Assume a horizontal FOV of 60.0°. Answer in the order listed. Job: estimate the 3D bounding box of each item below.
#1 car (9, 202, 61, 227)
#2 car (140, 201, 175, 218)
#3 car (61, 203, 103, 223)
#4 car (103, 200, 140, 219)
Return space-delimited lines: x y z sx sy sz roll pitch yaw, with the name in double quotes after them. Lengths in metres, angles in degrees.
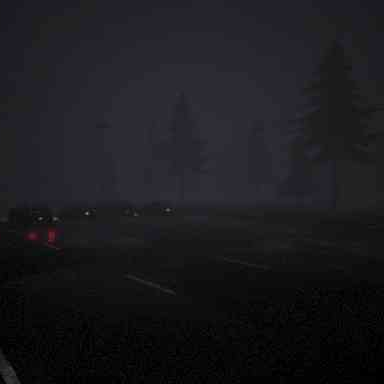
-11.004 1.452 22.586 2.128 1.511 4.902 0 0 -40 "car"
-3.343 1.489 29.784 1.994 1.385 4.181 0 0 -40 "car"
-8.856 1.513 25.460 1.994 1.385 4.181 0 0 -40 "car"
-6.750 1.414 28.385 1.882 1.535 5.008 0 0 -40 "car"
